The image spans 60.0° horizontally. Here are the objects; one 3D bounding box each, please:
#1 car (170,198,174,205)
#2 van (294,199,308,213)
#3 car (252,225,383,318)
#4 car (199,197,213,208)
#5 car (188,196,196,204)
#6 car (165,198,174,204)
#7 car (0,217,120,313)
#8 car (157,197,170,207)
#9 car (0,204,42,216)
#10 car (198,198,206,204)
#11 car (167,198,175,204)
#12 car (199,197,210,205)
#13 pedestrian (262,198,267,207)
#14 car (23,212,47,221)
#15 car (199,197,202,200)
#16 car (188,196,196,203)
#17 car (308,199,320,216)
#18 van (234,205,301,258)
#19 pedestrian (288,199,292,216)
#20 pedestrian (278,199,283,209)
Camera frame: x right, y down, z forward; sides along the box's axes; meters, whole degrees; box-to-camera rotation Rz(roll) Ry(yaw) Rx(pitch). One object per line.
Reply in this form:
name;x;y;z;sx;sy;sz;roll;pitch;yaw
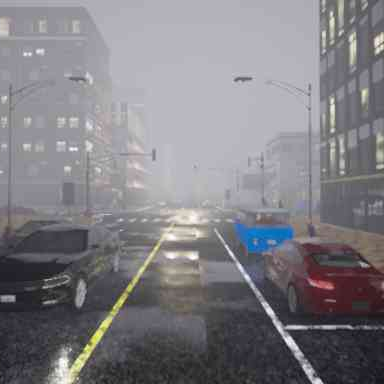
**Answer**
car;-5.692;2.016;74.385;2.192;1.841;5.009;0;-1;0
van;14.897;1.792;42.255;3.998;1.788;1.690;0;-1;0
car;2.660;1.647;7.293;1.802;1.307;4.206;0;-1;0
car;2.689;2.062;57.938;1.752;1.417;4.829;0;-1;0
car;-0.005;2.162;84.544;2.097;1.767;4.553;0;-1;0
car;-5.694;2.367;85.461;2.008;1.369;4.403;0;-1;0
car;-3.097;1.549;8.114;1.882;1.535;5.008;0;-1;0
car;-5.692;2.113;63.135;1.752;1.417;4.829;0;-1;0
car;-17.468;1.825;33.792;4.206;1.307;1.802;0;-1;0
car;2.687;2.427;91.001;2.008;1.369;4.403;0;-1;0
car;-5.694;2.399;90.830;1.752;1.417;4.829;0;-1;0
car;2.689;2.017;74.387;2.192;1.841;5.009;0;-1;0
pedestrian;6.133;1.392;28.277;0.375;1.860;0.375;0;-1;0
car;-5.688;1.680;13.008;1.947;1.339;4.313;0;0;0
car;2.688;2.227;68.845;1.802;1.307;4.206;0;-1;0
car;-0.005;2.029;94.609;2.150;2.045;5.566;0;-1;0
car;14.920;1.652;33.876;5.009;1.841;2.192;0;-1;0
van;2.660;1.456;12.984;1.690;1.788;3.998;0;-1;0
pedestrian;8.133;1.494;27.676;0.375;1.860;0.375;0;-1;0
pedestrian;7.133;1.520;27.075;0.375;1.860;0.375;0;-1;0
